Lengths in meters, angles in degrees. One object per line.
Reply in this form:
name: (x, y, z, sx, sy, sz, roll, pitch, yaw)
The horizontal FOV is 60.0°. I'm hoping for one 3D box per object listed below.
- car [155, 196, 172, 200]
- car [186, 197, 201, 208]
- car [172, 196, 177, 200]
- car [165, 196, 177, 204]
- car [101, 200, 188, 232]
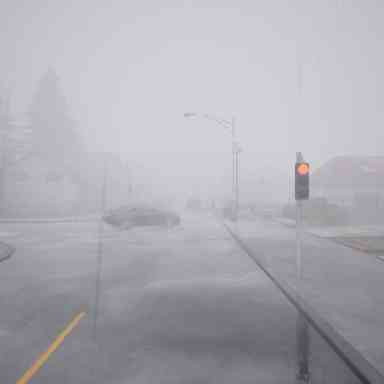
car: (-3.971, 1.505, 42.263, 1.837, 1.490, 4.892, 0, 0, 0)
car: (0.244, 1.491, 46.518, 2.128, 1.511, 4.902, 0, 0, 0)
car: (-3.934, 1.352, 52.306, 2.097, 1.767, 4.553, 0, 0, 0)
car: (-3.869, 1.477, 62.378, 1.882, 1.535, 5.008, 0, 0, 1)
car: (-3.036, 1.492, 20.346, 4.902, 1.511, 2.128, 0, 1, -32)
